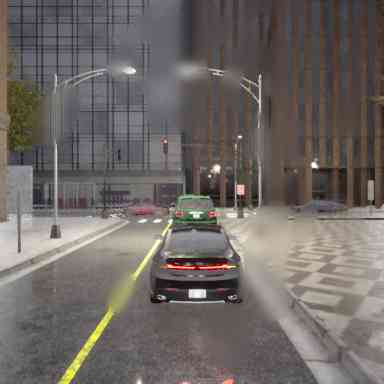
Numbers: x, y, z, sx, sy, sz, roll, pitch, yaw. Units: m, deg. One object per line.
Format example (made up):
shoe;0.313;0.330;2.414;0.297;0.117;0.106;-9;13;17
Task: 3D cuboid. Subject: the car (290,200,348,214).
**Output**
car;12.748;1.486;33.526;5.357;1.411;2.033;0;0;0

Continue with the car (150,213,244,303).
car;0.086;1.503;8.159;1.837;1.490;4.892;0;0;0

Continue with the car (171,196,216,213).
car;0.048;1.218;18.151;2.150;2.045;5.566;0;0;-3

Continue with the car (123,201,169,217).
car;-4.159;1.559;30.339;4.181;1.385;1.994;0;0;0
